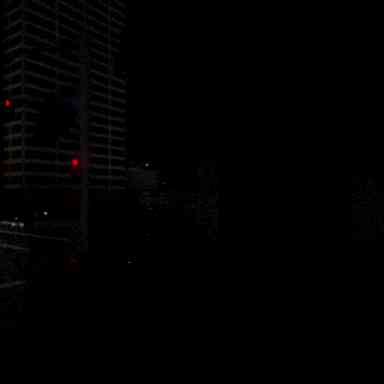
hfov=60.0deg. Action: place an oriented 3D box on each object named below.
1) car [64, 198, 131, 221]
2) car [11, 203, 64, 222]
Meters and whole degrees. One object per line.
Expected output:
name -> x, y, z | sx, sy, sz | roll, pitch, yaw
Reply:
car -> -7.944, 1.575, 28.474 | 1.882, 1.535, 5.008 | 0, 0, 35
car -> -12.316, 1.659, 28.352 | 2.033, 1.411, 5.357 | 0, 0, 35
